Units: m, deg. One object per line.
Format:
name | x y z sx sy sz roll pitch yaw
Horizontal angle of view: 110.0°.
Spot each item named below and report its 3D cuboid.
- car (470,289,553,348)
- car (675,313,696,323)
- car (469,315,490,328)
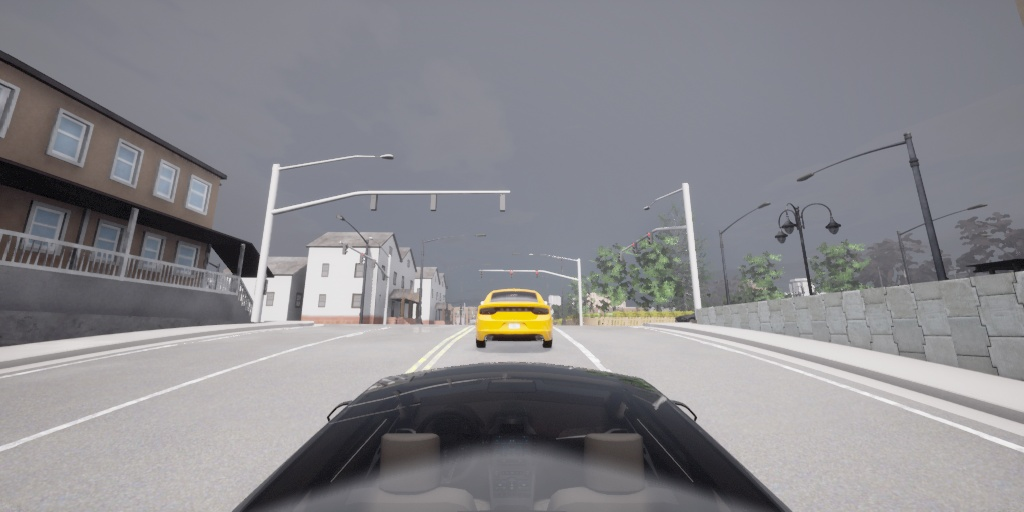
car | 0.059 1.721 10.530 1.882 1.535 5.008 0 -7 0
car | 16.454 5.256 30.396 5.008 1.535 1.882 0 -12 1
car | -3.650 7.506 40.733 1.895 1.301 4.718 0 -12 0
